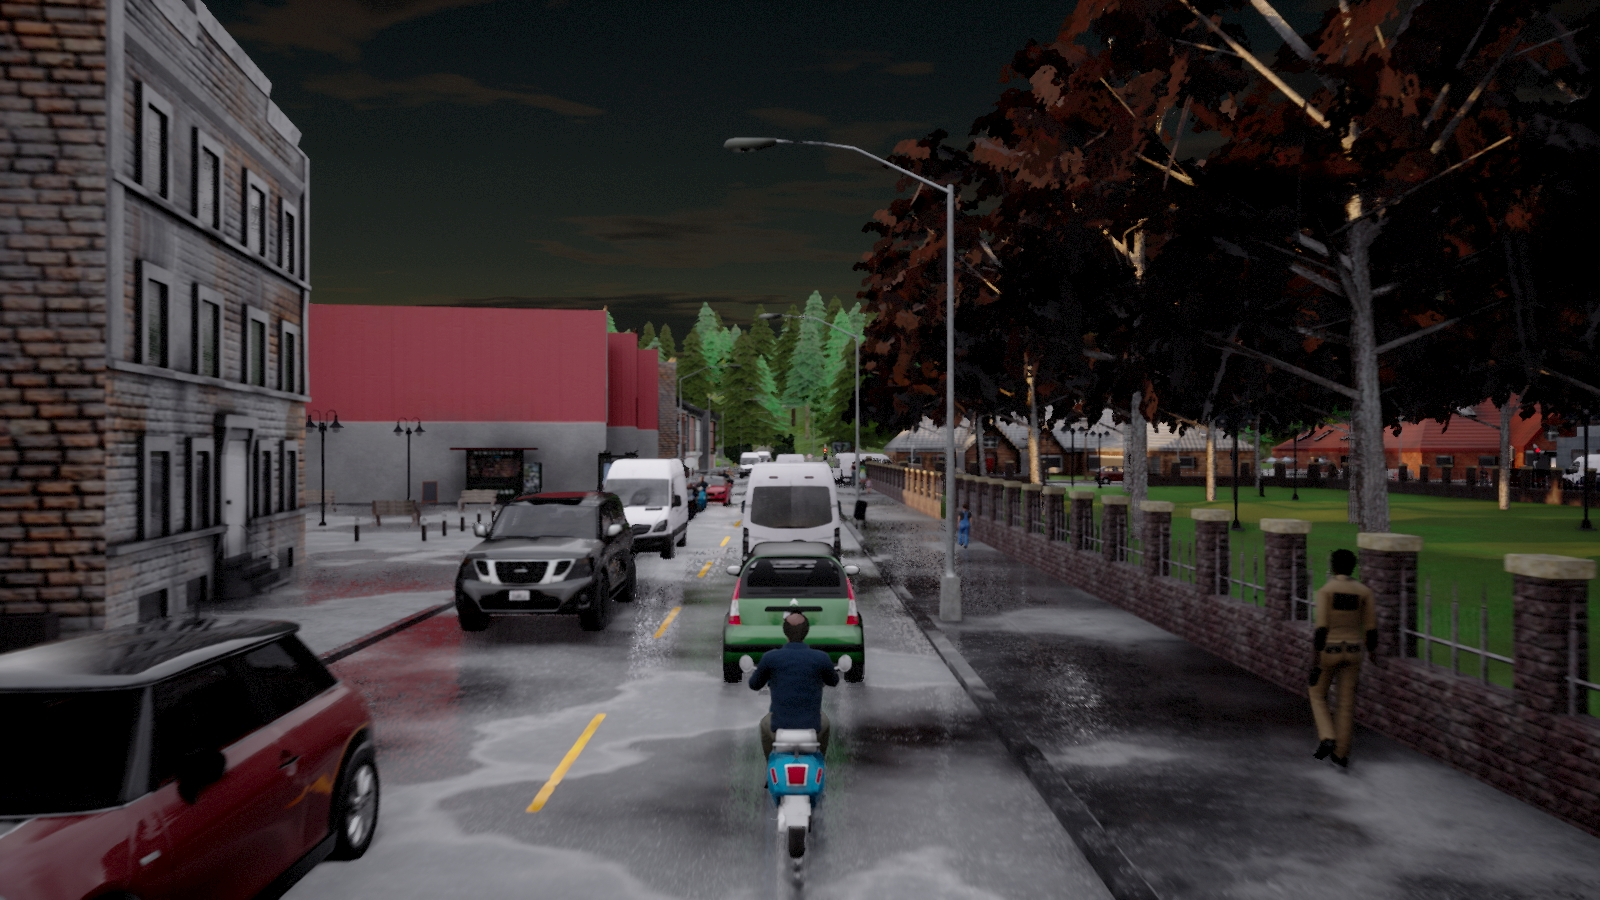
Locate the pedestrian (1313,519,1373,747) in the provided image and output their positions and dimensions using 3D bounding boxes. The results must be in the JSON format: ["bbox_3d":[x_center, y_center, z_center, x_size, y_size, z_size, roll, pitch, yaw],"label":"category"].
[{"bbox_3d":[4.588,1.524,9.667,0.375,1.860,0.375,0,0,11],"label":"pedestrian"}]

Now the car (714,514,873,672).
[{"bbox_3d":[-0.095,1.779,15.299,1.851,1.617,3.988,0,0,-1],"label":"car"}]

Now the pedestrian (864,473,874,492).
[{"bbox_3d":[4.033,1.901,66.663,0.500,1.100,0.500,0,0,-5],"label":"pedestrian"}]

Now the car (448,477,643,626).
[{"bbox_3d":[-4.110,1.559,19.523,2.150,2.045,5.566,0,0,-1],"label":"car"}]

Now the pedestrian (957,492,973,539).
[{"bbox_3d":[4.546,1.804,31.529,0.375,1.300,0.375,0,0,0],"label":"pedestrian"}]

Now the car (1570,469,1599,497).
[{"bbox_3d":[44.900,1.813,63.421,1.845,1.501,3.633,0,0,1],"label":"car"}]

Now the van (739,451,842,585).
[{"bbox_3d":[-0.204,1.313,24.965,1.988,2.561,5.915,0,0,-1],"label":"van"}]

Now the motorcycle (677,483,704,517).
[{"bbox_3d":[-4.383,1.983,45.821,0.867,1.251,2.209,0,0,0],"label":"motorcycle"}]

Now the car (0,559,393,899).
[{"bbox_3d":[-4.039,1.686,6.171,2.097,1.767,4.553,0,0,-1],"label":"car"}]

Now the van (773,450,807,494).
[{"bbox_3d":[-0.599,1.311,70.277,1.988,2.561,5.915,0,0,0],"label":"van"}]

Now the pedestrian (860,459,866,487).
[{"bbox_3d":[4.166,1.519,75.752,0.375,1.860,0.375,0,0,-1],"label":"pedestrian"}]

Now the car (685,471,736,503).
[{"bbox_3d":[-4.489,1.838,57.968,2.231,1.480,4.892,0,0,0],"label":"car"}]

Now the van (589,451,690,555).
[{"bbox_3d":[-4.262,1.312,31.244,1.988,2.561,5.915,0,0,-1],"label":"van"}]
